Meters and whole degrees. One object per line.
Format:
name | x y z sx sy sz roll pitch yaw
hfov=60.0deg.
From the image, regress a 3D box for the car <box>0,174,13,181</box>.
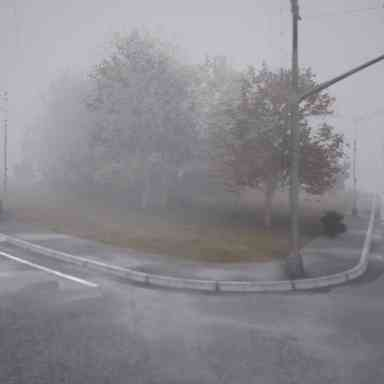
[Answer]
car | -43.536 -3.179 76.355 2.033 1.411 5.357 0 4 -7
